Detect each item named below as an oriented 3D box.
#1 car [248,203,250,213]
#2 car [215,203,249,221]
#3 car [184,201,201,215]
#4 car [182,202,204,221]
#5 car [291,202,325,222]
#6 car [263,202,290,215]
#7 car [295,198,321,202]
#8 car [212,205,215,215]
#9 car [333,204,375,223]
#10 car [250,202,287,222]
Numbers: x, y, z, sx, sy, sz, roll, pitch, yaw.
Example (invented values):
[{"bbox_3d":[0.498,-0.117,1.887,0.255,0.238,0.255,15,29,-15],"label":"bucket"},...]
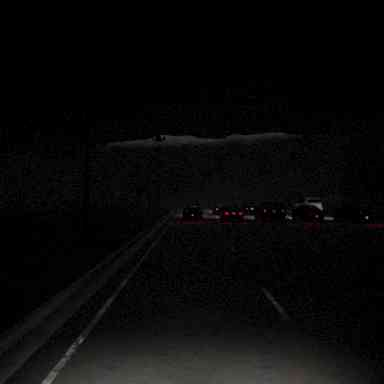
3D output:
[{"bbox_3d":[7.045,2.043,41.298,2.033,1.411,5.357,0,-1,0],"label":"car"},{"bbox_3d":[3.564,1.917,30.744,2.033,1.411,5.357,0,-1,0],"label":"car"},{"bbox_3d":[0.027,2.007,42.782,2.128,1.511,4.902,0,-1,-1],"label":"car"},{"bbox_3d":[0.065,1.873,31.731,2.128,1.511,4.902,0,-1,0],"label":"car"},{"bbox_3d":[10.567,1.890,30.462,1.812,1.442,4.674,0,-1,0],"label":"car"},{"bbox_3d":[10.540,1.992,41.719,2.128,1.511,4.902,0,-1,0],"label":"car"},{"bbox_3d":[14.046,1.712,40.725,2.150,2.045,5.566,0,0,0],"label":"car"},{"bbox_3d":[3.543,2.096,41.262,1.895,1.301,4.718,0,-1,0],"label":"car"},{"bbox_3d":[14.069,1.854,29.176,1.837,1.490,4.892,0,-1,0],"label":"car"},{"bbox_3d":[7.066,1.719,30.677,2.097,1.767,4.553,0,-1,0],"label":"car"}]
